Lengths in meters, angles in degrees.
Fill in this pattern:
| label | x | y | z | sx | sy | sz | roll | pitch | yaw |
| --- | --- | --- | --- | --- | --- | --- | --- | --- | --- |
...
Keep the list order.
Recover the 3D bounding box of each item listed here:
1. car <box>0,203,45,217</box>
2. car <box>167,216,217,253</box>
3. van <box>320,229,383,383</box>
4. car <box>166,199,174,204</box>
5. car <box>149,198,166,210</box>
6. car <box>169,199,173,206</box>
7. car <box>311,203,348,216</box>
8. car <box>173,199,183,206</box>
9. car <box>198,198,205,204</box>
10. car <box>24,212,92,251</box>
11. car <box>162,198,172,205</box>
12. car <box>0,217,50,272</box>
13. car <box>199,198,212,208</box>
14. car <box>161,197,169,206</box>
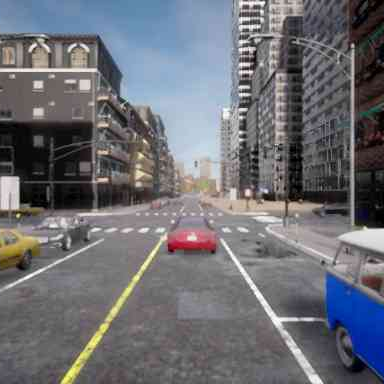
| label | x | y | z | sx | sy | sz | roll | pitch | yaw |
| --- | --- | --- | --- | --- | --- | --- | --- | --- | --- |
| car | -17.886 | 1.828 | 34.508 | 4.829 | 1.417 | 1.752 | 0 | 0 | 0 |
| car | 0.007 | 1.699 | 14.297 | 1.994 | 1.385 | 4.181 | 0 | 0 | 0 |
| van | 2.675 | 1.372 | 3.177 | 1.690 | 1.788 | 3.998 | -1 | -1 | 0 |
| car | -5.703 | 2.416 | 86.495 | 1.802 | 1.307 | 4.206 | -1 | -1 | 0 |
| car | -5.702 | 2.045 | 52.603 | 1.887 | 1.381 | 4.507 | -1 | -1 | 0 |
| car | -5.706 | 1.981 | 69.552 | 2.192 | 1.841 | 5.009 | -1 | -1 | 0 |
| car | 14.673 | 1.796 | 34.563 | 4.313 | 1.339 | 1.947 | 0 | 0 | 0 |
| car | -3.002 | 2.249 | 73.222 | 1.994 | 1.385 | 4.181 | 0 | -1 | 0 |
| car | 2.644 | 2.435 | 92.202 | 1.887 | 1.381 | 4.507 | -1 | -1 | 0 |
| car | -5.702 | 1.688 | 14.538 | 2.008 | 1.369 | 4.403 | -1 | -1 | 0 |
| car | -5.705 | 2.162 | 75.198 | 1.967 | 1.590 | 4.097 | -1 | -1 | 0 |
| car | -5.702 | 1.608 | 8.705 | 1.752 | 1.417 | 4.829 | -1 | -1 | 0 |
| car | 2.644 | 2.100 | 58.309 | 1.887 | 1.381 | 4.507 | -1 | -1 | 0 |
| car | -5.704 | 1.995 | 58.253 | 1.967 | 1.590 | 4.097 | -1 | -1 | 0 |
